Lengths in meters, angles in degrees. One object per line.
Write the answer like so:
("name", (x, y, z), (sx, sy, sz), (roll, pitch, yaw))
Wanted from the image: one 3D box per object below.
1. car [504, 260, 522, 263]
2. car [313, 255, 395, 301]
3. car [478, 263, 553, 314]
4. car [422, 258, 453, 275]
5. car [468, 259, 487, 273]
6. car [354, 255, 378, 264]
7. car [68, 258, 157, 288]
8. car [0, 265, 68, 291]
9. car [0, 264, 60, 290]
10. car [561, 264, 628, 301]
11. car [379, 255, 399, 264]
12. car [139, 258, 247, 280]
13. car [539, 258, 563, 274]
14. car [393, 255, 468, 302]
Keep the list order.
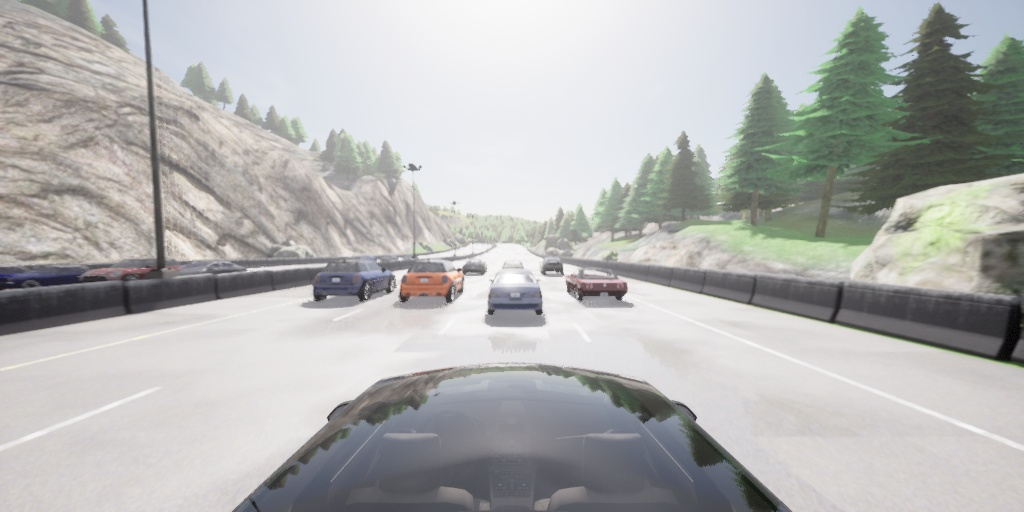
("car", (0.098, 1.003, 31.748), (1.895, 1.301, 4.718), (0, 1, 0))
("car", (-6.905, 0.936, 16.223), (2.097, 1.767, 4.553), (0, 1, 0))
("car", (0.099, 1.166, 13.075), (2.033, 1.411, 5.357), (0, 1, 0))
("car", (-6.903, 0.947, 33.499), (1.994, 1.385, 4.181), (0, 1, 0))
("car", (-3.403, 0.947, 33.490), (1.994, 1.385, 4.181), (0, 1, 0))
("car", (-24.524, 0.559, 60.314), (1.882, 1.535, 5.008), (0, 1, 0))
("car", (-21.099, 0.892, 20.274), (2.097, 1.767, 4.553), (0, 1, 0))
("car", (-24.601, 1.155, 19.200), (1.895, 1.301, 4.718), (0, 1, 0))
("car", (-28.100, 1.156, 19.166), (1.895, 1.301, 4.718), (0, 1, 0))
("car", (3.600, 1.182, 16.187), (1.895, 1.301, 4.718), (0, 1, 0))
("car", (-21.025, 0.565, 61.485), (1.837, 1.490, 4.892), (0, 1, 0))
("car", (-17.600, 1.028, 20.540), (2.128, 1.511, 4.902), (0, 1, 0))
("car", (3.597, 0.892, 32.977), (1.837, 1.490, 4.892), (0, 1, 0))
("car", (-3.403, 0.938, 16.034), (2.097, 1.767, 4.553), (0, 1, 0))
